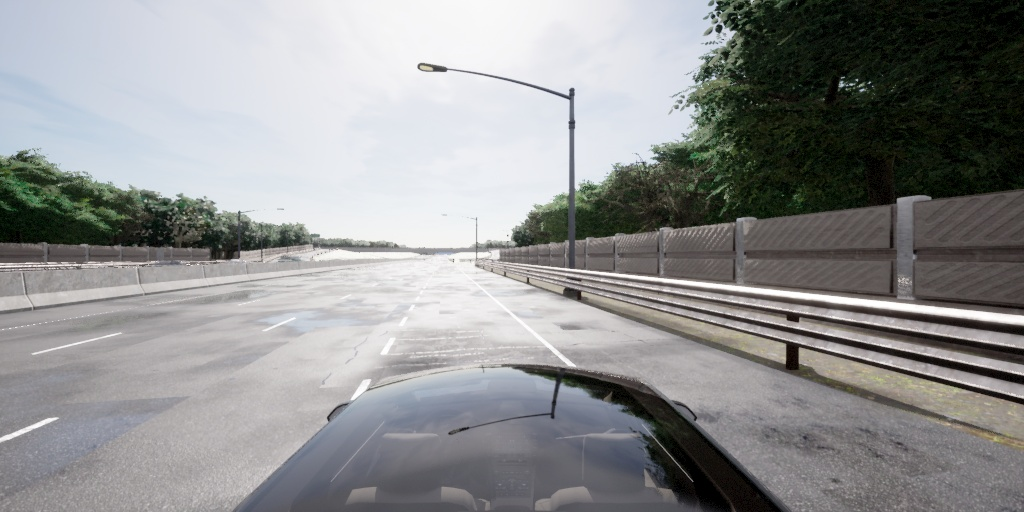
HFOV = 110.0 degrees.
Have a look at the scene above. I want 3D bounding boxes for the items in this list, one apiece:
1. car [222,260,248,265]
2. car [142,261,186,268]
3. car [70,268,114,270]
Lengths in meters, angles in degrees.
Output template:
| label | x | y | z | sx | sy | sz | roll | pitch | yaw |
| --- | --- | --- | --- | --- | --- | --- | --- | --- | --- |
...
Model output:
| label | x | y | z | sx | sy | sz | roll | pitch | yaw |
| --- | --- | --- | --- | --- | --- | --- | --- | --- | --- |
| car | -37.037 | 1.317 | 47.876 | 1.812 | 1.442 | 4.674 | 0 | 0 | -10 |
| car | -39.266 | 1.288 | 40.607 | 1.837 | 1.490 | 4.892 | 0 | -1 | -10 |
| car | -24.917 | 1.355 | 21.012 | 1.895 | 1.301 | 4.718 | 0 | 0 | -11 |
